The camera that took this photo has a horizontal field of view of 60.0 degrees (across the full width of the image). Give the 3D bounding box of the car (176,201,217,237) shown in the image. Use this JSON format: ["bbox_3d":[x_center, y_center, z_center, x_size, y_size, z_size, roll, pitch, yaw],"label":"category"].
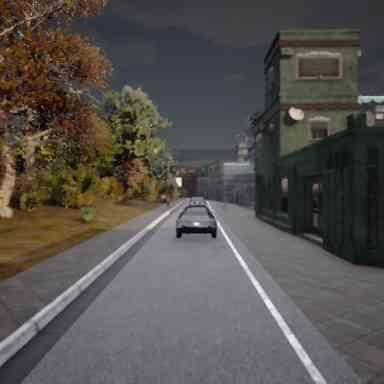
[{"bbox_3d":[0.234,1.401,17.140,1.994,1.385,4.181,0,1,1],"label":"car"}]

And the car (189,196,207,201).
[{"bbox_3d":[0.615,1.172,36.005,2.033,1.411,5.357,0,1,2],"label":"car"}]
